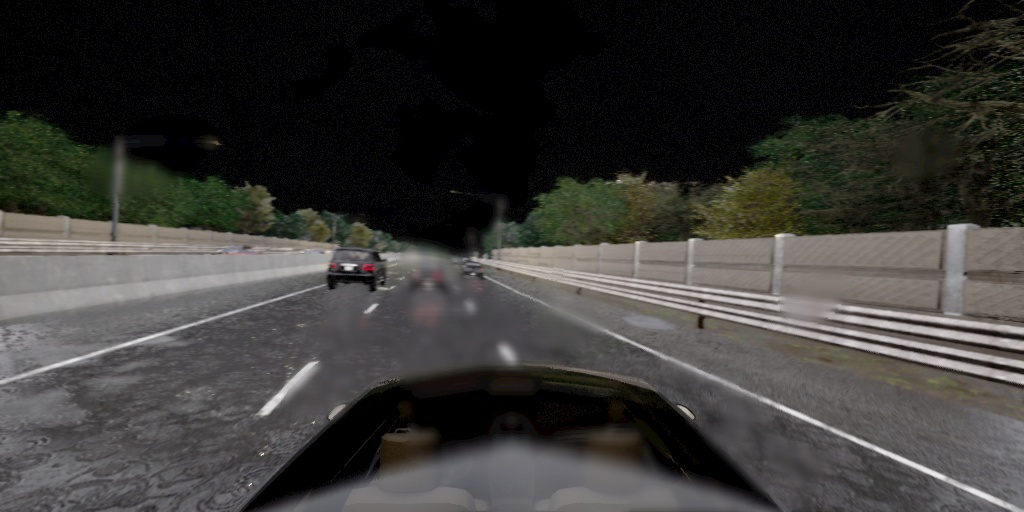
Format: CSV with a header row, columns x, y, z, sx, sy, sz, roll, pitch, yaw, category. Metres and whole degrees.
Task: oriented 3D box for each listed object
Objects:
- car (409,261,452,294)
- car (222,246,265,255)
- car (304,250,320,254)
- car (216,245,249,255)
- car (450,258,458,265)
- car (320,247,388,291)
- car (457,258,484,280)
x,y,z,sx,sy,sz,roll,pitch,yaw,category
-4.444,1.100,19.335,1.837,1.490,4.892,3,0,-13,car
-25.950,0.009,35.436,1.895,1.301,4.718,3,0,-11,car
-24.035,0.014,43.707,1.882,1.535,5.008,3,0,-11,car
-30.336,-0.482,39.638,2.097,1.767,4.553,3,0,-11,car
-9.733,1.003,62.144,1.994,1.385,4.181,3,0,-10,car
-7.836,0.616,18.551,2.150,2.045,5.566,3,0,-13,car
-3.512,1.198,31.119,1.837,1.490,4.892,3,0,-11,car
